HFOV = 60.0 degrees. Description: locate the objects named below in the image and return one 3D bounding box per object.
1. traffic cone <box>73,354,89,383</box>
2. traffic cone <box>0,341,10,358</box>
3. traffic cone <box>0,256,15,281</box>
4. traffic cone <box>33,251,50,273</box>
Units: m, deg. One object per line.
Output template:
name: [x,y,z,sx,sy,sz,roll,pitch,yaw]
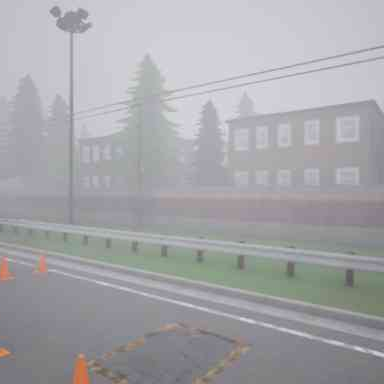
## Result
traffic cone: [-1.132,1.955,3.383,0.340,0.580,0.340,0,0,36]
traffic cone: [-2.747,1.947,4.564,0.340,0.580,0.340,0,0,36]
traffic cone: [-4.795,1.940,8.539,0.340,0.580,0.340,0,0,36]
traffic cone: [-4.205,1.944,9.346,0.340,0.580,0.340,0,0,36]
